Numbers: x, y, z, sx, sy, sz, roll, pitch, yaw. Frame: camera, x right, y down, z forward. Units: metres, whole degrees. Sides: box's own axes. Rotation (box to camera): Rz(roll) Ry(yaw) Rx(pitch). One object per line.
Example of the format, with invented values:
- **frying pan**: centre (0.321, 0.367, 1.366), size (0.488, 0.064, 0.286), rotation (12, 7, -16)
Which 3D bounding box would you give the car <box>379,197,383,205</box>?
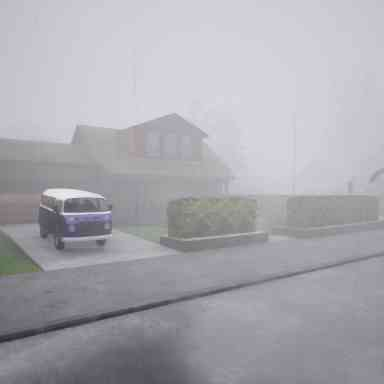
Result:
- **car**: centre (24.678, 0.985, 41.429), size (3.866, 1.878, 1.905), rotation (0, 0, 0)
